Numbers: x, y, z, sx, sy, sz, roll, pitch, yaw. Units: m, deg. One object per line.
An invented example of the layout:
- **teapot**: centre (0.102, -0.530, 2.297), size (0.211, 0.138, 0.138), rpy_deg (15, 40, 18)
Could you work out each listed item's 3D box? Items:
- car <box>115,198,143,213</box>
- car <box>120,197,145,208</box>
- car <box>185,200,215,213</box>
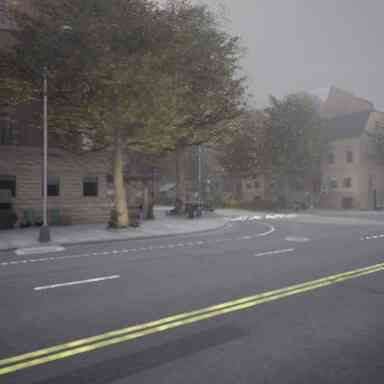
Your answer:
- **car**: centre (-8.738, 1.528, 44.354), size (2.231, 1.521, 4.892), rpy_deg (0, 0, -35)
- **car**: centre (-9.258, 1.533, 51.235), size (1.882, 1.535, 5.008), rpy_deg (0, 0, -35)
- **car**: centre (0.722, 1.618, 37.097), size (1.994, 1.385, 4.181), rpy_deg (0, 0, -35)
